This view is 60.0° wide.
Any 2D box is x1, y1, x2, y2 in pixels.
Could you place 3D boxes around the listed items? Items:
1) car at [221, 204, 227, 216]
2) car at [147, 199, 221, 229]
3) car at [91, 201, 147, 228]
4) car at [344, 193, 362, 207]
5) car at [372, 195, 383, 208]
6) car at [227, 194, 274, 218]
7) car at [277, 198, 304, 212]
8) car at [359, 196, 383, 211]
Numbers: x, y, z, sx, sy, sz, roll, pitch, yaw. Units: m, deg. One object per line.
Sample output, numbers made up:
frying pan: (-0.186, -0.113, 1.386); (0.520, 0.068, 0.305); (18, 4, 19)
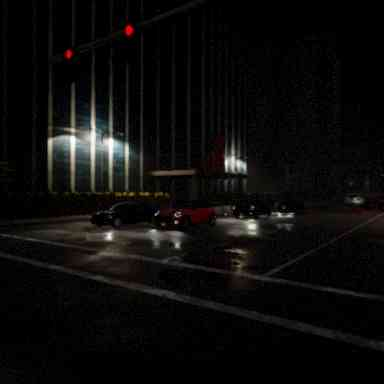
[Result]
car: (1.456, 1.512, 29.713); (1.895, 1.301, 4.718); (0, 0, 35)
car: (-0.378, 1.283, 20.967); (2.097, 1.767, 4.553); (0, 0, 35)
car: (-4.213, 1.389, 21.592); (1.882, 1.535, 5.008); (0, 0, 35)
car: (24.614, 1.172, 50.304); (2.150, 2.045, 5.566); (0, 0, 35)
car: (28.289, 1.323, 49.452); (2.097, 1.767, 4.553); (0, 0, 35)
car: (5.319, 1.283, 29.122); (2.097, 1.767, 4.553); (0, 0, 35)
car: (11.166, 1.422, 37.474); (2.128, 1.511, 4.902); (0, 0, 35)
car: (22.321, 1.449, 40.904); (1.882, 1.535, 5.008); (0, 0, 35)
